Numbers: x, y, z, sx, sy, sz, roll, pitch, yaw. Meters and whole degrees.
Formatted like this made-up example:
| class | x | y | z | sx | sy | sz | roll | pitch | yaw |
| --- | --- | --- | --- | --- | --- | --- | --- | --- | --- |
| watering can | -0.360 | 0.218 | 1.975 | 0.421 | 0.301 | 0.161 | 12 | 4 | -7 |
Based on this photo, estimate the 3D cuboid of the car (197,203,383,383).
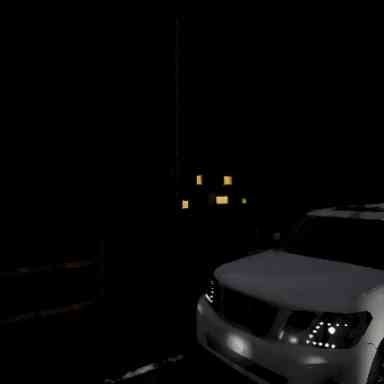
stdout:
| class | x | y | z | sx | sy | sz | roll | pitch | yaw |
| --- | --- | --- | --- | --- | --- | --- | --- | --- | --- |
| car | 2.714 | 1.222 | 5.033 | 5.566 | 2.045 | 2.150 | 0 | 0 | -36 |
